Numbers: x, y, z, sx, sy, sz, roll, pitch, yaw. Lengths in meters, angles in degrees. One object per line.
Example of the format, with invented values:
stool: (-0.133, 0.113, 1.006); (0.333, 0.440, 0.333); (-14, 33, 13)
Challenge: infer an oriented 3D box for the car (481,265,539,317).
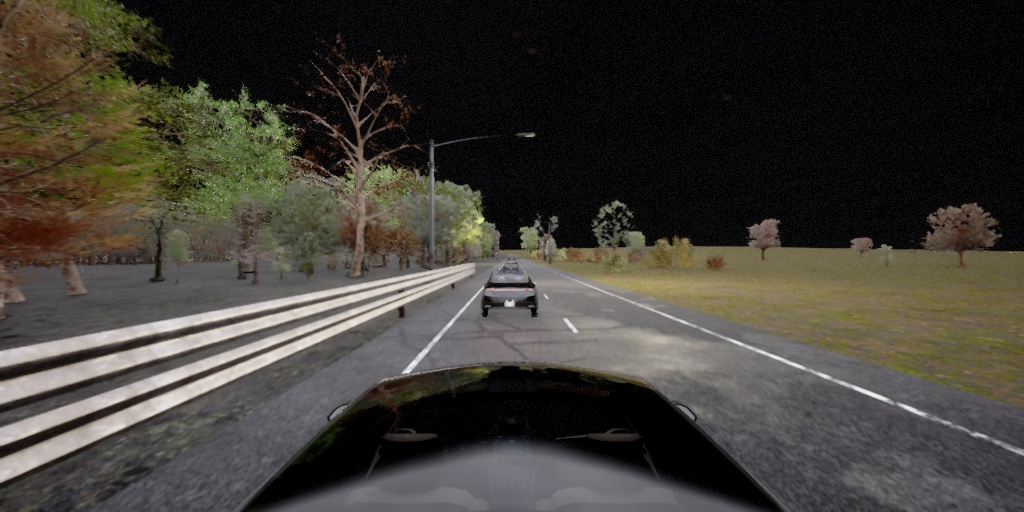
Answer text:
car: (-0.070, 1.240, 13.246); (2.128, 1.511, 4.902); (0, 0, 0)

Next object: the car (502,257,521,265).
car: (-0.093, 1.224, 43.251); (2.128, 1.511, 4.902); (0, 0, 0)
